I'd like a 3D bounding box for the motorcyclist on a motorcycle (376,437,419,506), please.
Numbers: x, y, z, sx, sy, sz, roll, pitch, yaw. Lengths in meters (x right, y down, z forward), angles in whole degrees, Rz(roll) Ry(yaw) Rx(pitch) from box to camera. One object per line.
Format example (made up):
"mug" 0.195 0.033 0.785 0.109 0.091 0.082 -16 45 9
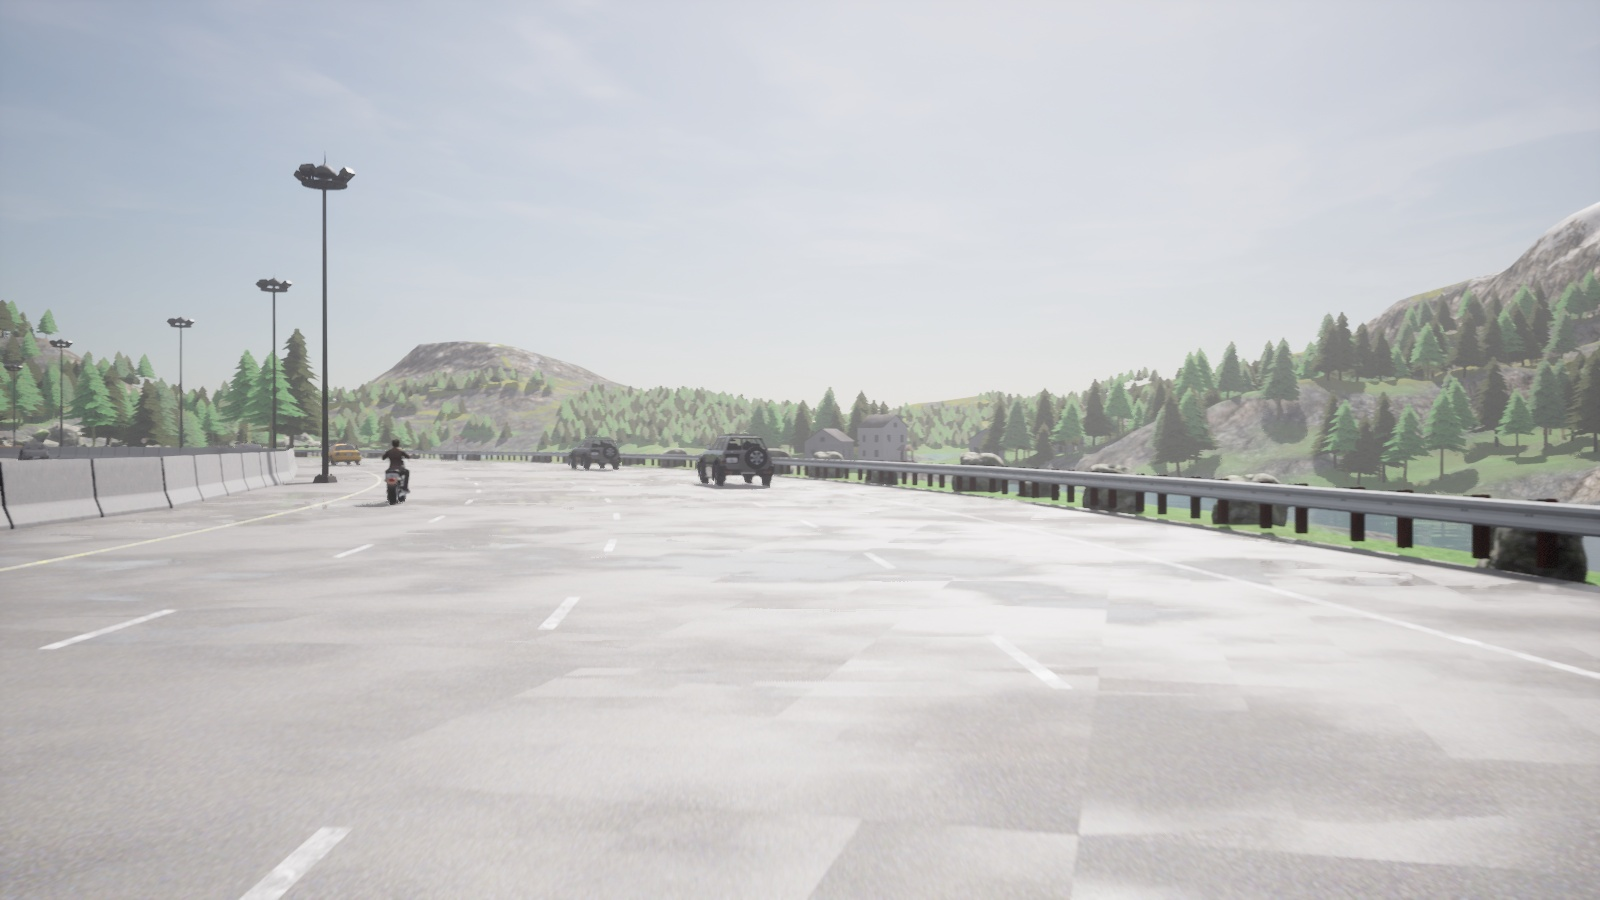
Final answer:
"motorcyclist on a motorcycle" -10.119 0.513 31.649 0.766 1.649 2.350 -1 0 -11

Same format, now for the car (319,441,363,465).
"car" -31.420 0.185 85.955 1.801 1.575 5.366 0 0 -31

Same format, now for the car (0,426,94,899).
"car" -3.488 0.690 1.903 2.128 1.511 4.902 0 0 -1

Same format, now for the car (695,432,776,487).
"car" -2.364 0.310 44.601 1.932 1.855 4.605 0 0 -15

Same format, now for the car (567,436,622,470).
"car" -11.663 0.157 70.947 1.932 1.855 4.605 0 0 -24
